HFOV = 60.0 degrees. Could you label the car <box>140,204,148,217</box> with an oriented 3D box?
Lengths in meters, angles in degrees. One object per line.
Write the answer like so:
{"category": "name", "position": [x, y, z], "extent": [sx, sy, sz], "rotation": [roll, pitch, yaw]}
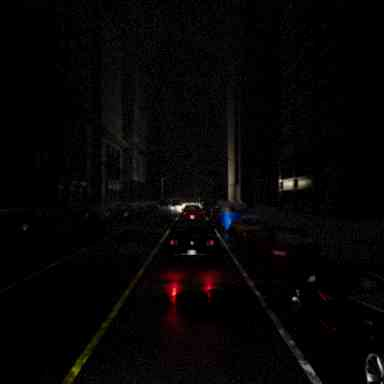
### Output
{"category": "car", "position": [-5.762, 1.927, 32.828], "extent": [1.802, 1.307, 4.206], "rotation": [0, -1, 0]}

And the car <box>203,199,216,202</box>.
{"category": "car", "position": [2.762, 2.036, 44.107], "extent": [1.947, 1.339, 4.313], "rotation": [0, -1, 0]}

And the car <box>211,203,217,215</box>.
{"category": "car", "position": [2.763, 1.866, 27.198], "extent": [1.802, 1.307, 4.206], "rotation": [0, -1, 0]}

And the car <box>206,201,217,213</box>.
{"category": "car", "position": [2.763, 1.896, 32.835], "extent": [2.008, 1.369, 4.403], "rotation": [0, -1, 0]}

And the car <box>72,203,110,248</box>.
{"category": "car", "position": [-5.759, 1.480, 15.924], "extent": [2.192, 1.841, 5.009], "rotation": [0, -1, 0]}

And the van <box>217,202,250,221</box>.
{"category": "van", "position": [2.765, 1.565, 21.564], "extent": [1.690, 1.788, 3.998], "rotation": [0, -1, 0]}

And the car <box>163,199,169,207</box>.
{"category": "car", "position": [-5.766, 2.287, 66.645], "extent": [1.947, 1.339, 4.313], "rotation": [0, -1, 0]}

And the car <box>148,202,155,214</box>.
{"category": "car", "position": [-5.763, 1.989, 38.464], "extent": [1.802, 1.307, 4.206], "rotation": [0, -1, 0]}

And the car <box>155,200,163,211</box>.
{"category": "car", "position": [-5.764, 2.115, 49.736], "extent": [1.802, 1.307, 4.206], "rotation": [0, -1, 0]}

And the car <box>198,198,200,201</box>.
{"category": "car", "position": [2.759, 2.272, 66.653], "extent": [2.008, 1.369, 4.403], "rotation": [0, -1, 0]}

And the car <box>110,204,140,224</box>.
{"category": "car", "position": [-5.761, 1.725, 27.194], "extent": [1.967, 1.590, 4.097], "rotation": [0, -1, 0]}

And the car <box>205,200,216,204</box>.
{"category": "car", "position": [2.762, 1.973, 38.471], "extent": [1.947, 1.339, 4.313], "rotation": [0, -1, 0]}

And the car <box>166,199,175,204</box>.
{"category": "car", "position": [-5.768, 2.546, 89.188], "extent": [1.947, 1.339, 4.313], "rotation": [0, -1, 0]}

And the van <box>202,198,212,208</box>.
{"category": "van", "position": [2.761, 1.999, 61.019], "extent": [1.690, 1.788, 3.998], "rotation": [0, -1, 0]}

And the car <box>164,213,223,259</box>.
{"category": "car", "position": [0.020, 1.738, 13.271], "extent": [1.895, 1.301, 4.718], "rotation": [0, -1, 0]}

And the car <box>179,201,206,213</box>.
{"category": "car", "position": [0.024, 1.828, 28.911], "extent": [1.812, 1.442, 4.674], "rotation": [0, 0, 0]}

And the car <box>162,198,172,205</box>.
{"category": "car", "position": [-5.767, 2.290, 77.918], "extent": [1.967, 1.590, 4.097], "rotation": [0, -1, 0]}

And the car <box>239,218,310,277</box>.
{"category": "car", "position": [2.765, 1.688, 10.289], "extent": [1.802, 1.307, 4.206], "rotation": [0, -1, 0]}

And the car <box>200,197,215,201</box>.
{"category": "car", "position": [2.762, 1.848, 49.746], "extent": [2.192, 1.841, 5.009], "rotation": [0, -1, 0]}

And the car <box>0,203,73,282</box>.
{"category": "car", "position": [-5.758, 1.421, 10.288], "extent": [2.192, 1.841, 5.009], "rotation": [0, -1, 0]}

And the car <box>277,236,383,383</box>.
{"category": "car", "position": [2.766, 1.614, 4.653], "extent": [1.947, 1.339, 4.313], "rotation": [0, -1, 0]}

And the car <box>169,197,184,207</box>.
{"category": "car", "position": [-3.021, 2.211, 65.370], "extent": [1.837, 1.490, 4.892], "rotation": [0, -1, 0]}

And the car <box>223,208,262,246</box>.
{"category": "car", "position": [2.765, 1.692, 16.096], "extent": [1.752, 1.417, 4.829], "rotation": [0, -1, 0]}
